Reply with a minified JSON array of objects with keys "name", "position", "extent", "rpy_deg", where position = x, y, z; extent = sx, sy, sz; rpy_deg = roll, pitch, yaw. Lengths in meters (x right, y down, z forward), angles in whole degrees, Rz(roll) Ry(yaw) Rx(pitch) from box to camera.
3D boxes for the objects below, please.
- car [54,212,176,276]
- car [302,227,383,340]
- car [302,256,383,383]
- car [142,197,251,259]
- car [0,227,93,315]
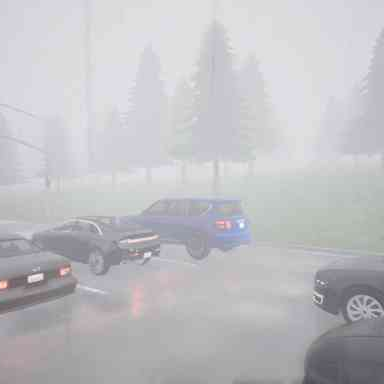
[{"name":"car","position":[-3.172,1.491,10.431],"extent":[4.902,1.511,2.128],"rpy_deg":[0,0,36]},{"name":"car","position":[4.444,1.505,5.120],"extent":[4.892,1.490,1.837],"rpy_deg":[0,0,35]},{"name":"car","position":[3.154,1.478,1.740],"extent":[5.008,1.535,1.882],"rpy_deg":[0,0,35]},{"name":"car","position":[-0.500,1.221,12.815],"extent":[5.566,2.045,2.150],"rpy_deg":[0,0,35]},{"name":"car","position":[-4.771,1.547,7.266],"extent":[5.357,1.411,2.033],"rpy_deg":[0,0,36]}]
